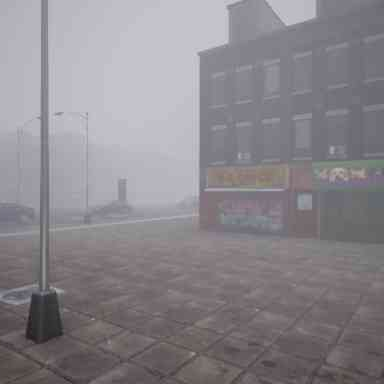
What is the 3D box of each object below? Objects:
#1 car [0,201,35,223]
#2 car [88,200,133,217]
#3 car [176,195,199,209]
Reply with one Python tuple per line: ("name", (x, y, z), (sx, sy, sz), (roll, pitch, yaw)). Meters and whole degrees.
("car", (-13.405, 1.432, 22.769), (1.882, 1.535, 5.008), (0, 0, 35))
("car", (-7.562, 1.442, 31.070), (1.812, 1.442, 4.674), (0, 1, 35))
("car", (-0.011, 1.225, 41.788), (2.097, 1.767, 4.553), (0, 0, 34))
